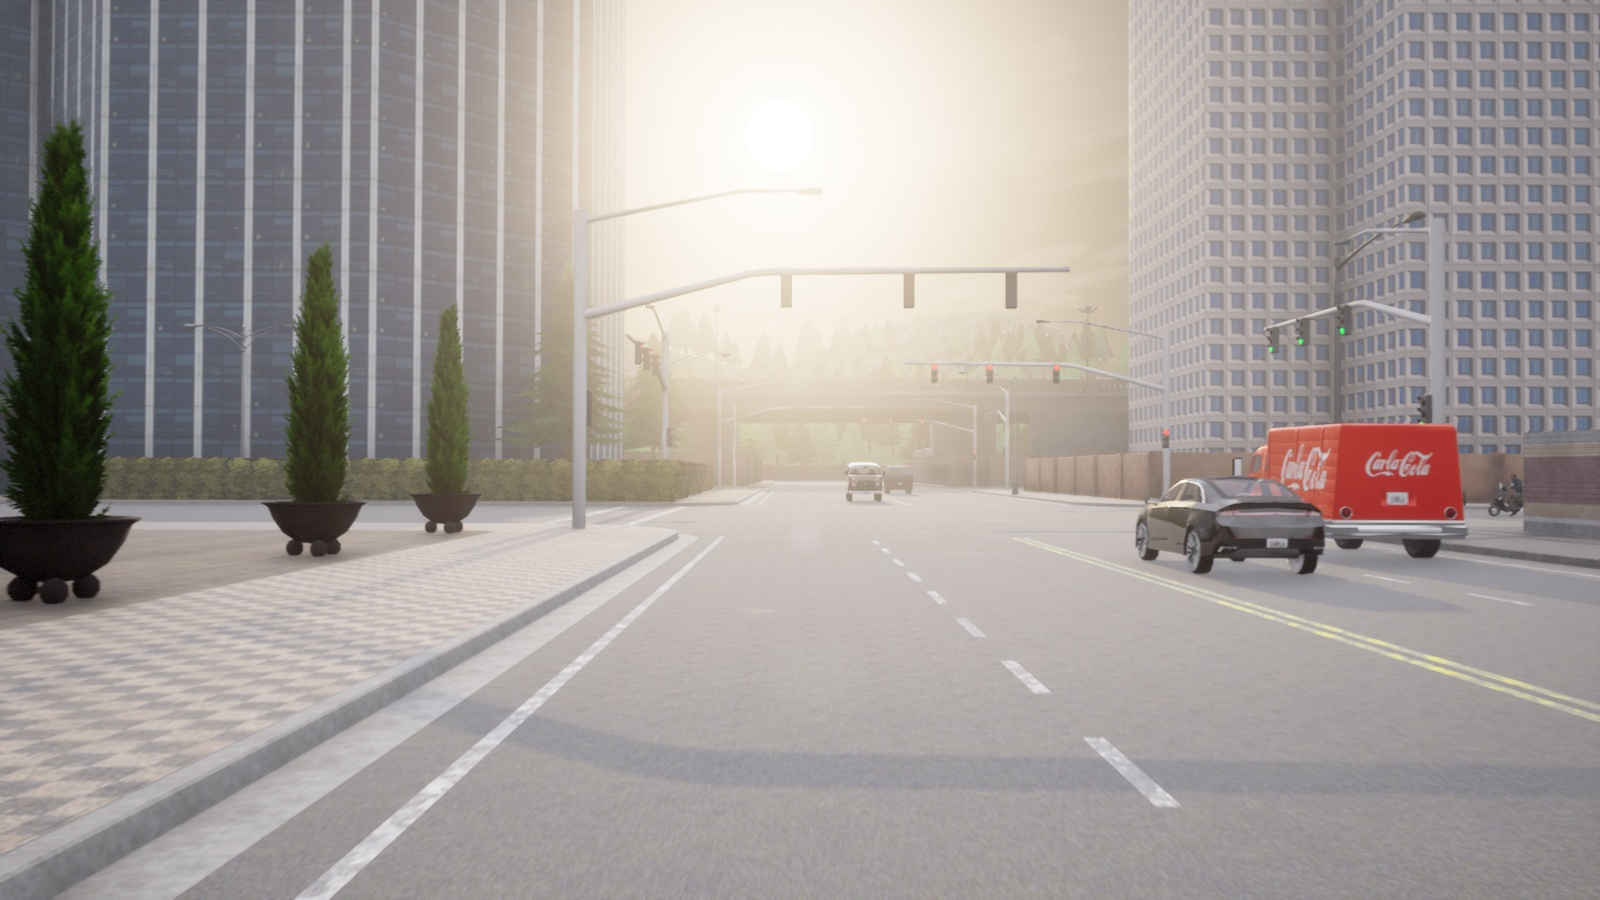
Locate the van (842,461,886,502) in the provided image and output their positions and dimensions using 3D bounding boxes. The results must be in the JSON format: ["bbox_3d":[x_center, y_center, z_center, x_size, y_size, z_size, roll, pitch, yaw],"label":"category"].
[{"bbox_3d":[3.338,1.630,66.012,2.069,2.038,4.480,0,-1,0],"label":"van"}]

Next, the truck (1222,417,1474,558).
[{"bbox_3d":[10.439,0.697,24.528,2.627,2.467,5.204,0,-1,0],"label":"truck"}]

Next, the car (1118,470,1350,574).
[{"bbox_3d":[6.949,1.091,20.780,2.128,1.511,4.902,0,-1,0],"label":"car"}]

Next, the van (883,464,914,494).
[{"bbox_3d":[6.787,1.998,87.071,1.775,1.987,4.442,0,-1,0],"label":"van"}]

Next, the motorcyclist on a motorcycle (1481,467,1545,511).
[{"bbox_3d":[26.080,1.433,45.966,1.817,1.590,0.866,0,-1,0],"label":"motorcyclist on a motorcycle"}]
